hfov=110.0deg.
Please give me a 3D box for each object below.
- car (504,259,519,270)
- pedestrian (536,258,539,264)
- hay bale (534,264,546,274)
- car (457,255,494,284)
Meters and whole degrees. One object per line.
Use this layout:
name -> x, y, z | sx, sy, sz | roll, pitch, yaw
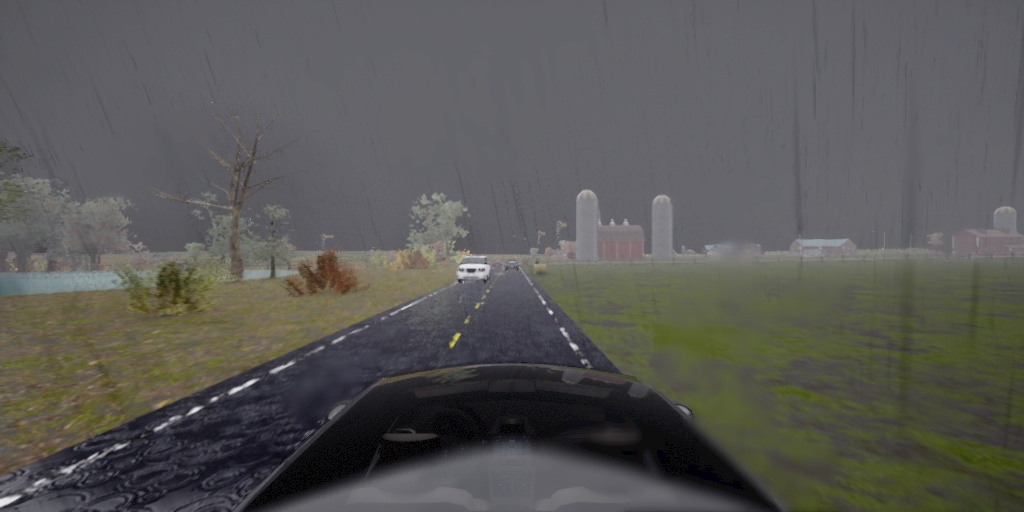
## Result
car -> 0.031, 1.302, 51.529 | 1.812, 1.442, 4.674 | 0, 0, 1
pedestrian -> 2.826, 1.045, 40.778 | 0.375, 1.860, 0.375 | -1, 1, -3
hay bale -> 3.125, 1.420, 39.691 | 1.220, 1.180, 1.240 | 0, 0, 0
car -> -2.846, 0.978, 27.637 | 2.150, 2.045, 5.566 | 0, 0, 0
